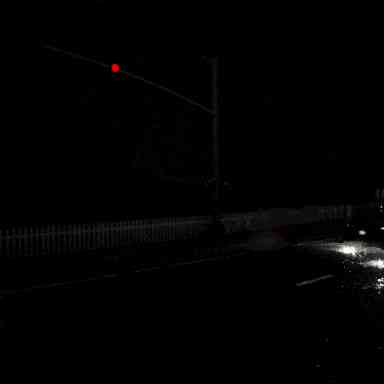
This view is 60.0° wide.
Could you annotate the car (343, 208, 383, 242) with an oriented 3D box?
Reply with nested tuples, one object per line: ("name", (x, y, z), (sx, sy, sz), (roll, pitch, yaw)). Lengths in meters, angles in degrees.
("car", (8.268, 1.375, 14.119), (4.181, 1.385, 1.994), (-1, 1, -35))

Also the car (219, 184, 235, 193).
("car", (6.190, -0.238, 61.239), (2.150, 2.045, 5.566), (-1, 6, -36))

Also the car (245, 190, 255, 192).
("car", (9.677, 0.091, 62.429), (2.128, 1.511, 4.902), (-1, 5, -36))
